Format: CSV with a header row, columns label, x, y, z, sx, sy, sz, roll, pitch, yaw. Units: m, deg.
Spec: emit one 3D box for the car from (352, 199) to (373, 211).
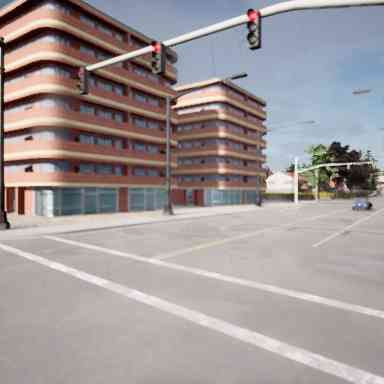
label,x,y,z,sx,sy,sz,roll,pitch,yaw
car,20.874,1.531,40.784,2.033,1.411,5.357,0,0,34
